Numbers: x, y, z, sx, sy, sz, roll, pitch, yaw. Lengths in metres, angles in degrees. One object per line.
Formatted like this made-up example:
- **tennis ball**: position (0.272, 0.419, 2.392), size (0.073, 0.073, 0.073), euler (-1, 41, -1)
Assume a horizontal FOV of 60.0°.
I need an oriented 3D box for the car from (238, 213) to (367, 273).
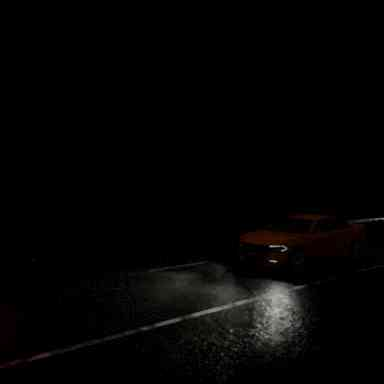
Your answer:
- **car**: position (3.692, 1.470, 10.806), size (5.008, 1.535, 1.882), euler (0, 0, -36)
